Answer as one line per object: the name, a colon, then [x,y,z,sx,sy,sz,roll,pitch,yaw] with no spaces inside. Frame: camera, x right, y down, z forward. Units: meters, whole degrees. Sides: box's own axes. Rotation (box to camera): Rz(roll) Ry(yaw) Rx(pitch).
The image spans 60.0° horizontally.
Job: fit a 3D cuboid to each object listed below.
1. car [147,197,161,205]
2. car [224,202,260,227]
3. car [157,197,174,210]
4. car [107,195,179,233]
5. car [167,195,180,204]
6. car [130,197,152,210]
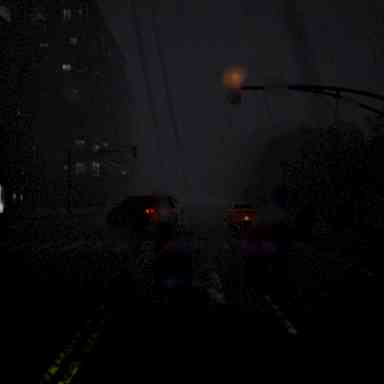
car: [-6.648,1.506,58.830,1.895,1.301,4.718,0,0,0]
car: [3.312,1.439,22.626,1.882,1.535,5.008,0,0,0]
car: [-3.402,1.428,43.678,1.837,1.490,4.892,0,0,0]
car: [-3.092,1.223,19.974,2.150,2.045,5.566,1,-1,-37]
car: [-3.388,1.393,61.512,2.128,1.511,4.902,0,0,0]
car: [-6.652,1.415,43.681,2.128,1.511,4.902,0,0,0]
